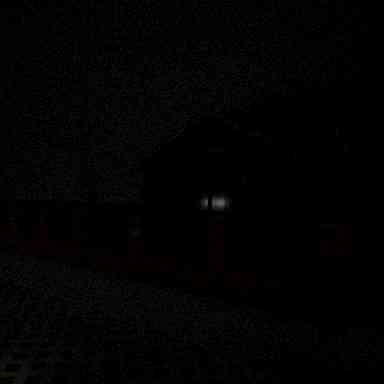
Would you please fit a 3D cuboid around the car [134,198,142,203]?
[{"bbox_3d":[-4.406,1.350,31.693,2.097,1.767,4.553,0,0,35],"label":"car"}]
